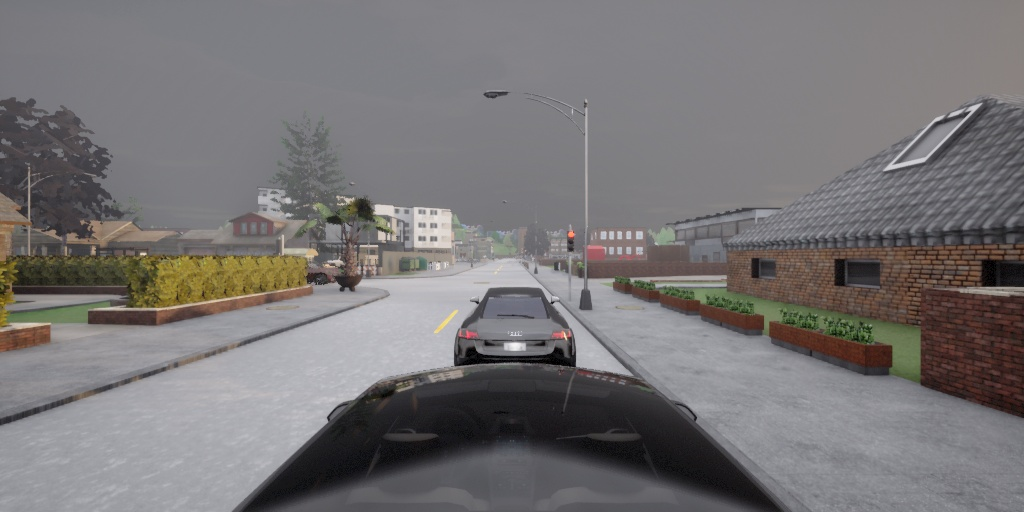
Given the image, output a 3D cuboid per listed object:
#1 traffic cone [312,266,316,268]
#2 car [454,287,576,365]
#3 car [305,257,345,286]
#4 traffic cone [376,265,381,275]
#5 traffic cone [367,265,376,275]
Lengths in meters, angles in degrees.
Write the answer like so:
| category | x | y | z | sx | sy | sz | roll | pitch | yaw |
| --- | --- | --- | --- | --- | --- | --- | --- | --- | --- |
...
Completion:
| category | x | y | z | sx | sy | sz | roll | pitch | yaw |
| --- | --- | --- | --- | --- | --- | --- | --- | --- | --- |
| traffic cone | -19.799 | 1.568 | 35.259 | 0.344 | 0.586 | 0.344 | 0 | 0 | 0 |
| car | 0.059 | 1.314 | 7.326 | 1.994 | 1.385 | 4.181 | 0 | 0 | 0 |
| car | -14.099 | 1.102 | 24.779 | 4.553 | 1.767 | 2.097 | 0 | 0 | 0 |
| traffic cone | -15.391 | 1.558 | 40.712 | 0.344 | 0.586 | 0.344 | 0 | 0 | 0 |
| traffic cone | -15.752 | 1.561 | 40.143 | 0.344 | 0.586 | 0.344 | 0 | 0 | 0 |
